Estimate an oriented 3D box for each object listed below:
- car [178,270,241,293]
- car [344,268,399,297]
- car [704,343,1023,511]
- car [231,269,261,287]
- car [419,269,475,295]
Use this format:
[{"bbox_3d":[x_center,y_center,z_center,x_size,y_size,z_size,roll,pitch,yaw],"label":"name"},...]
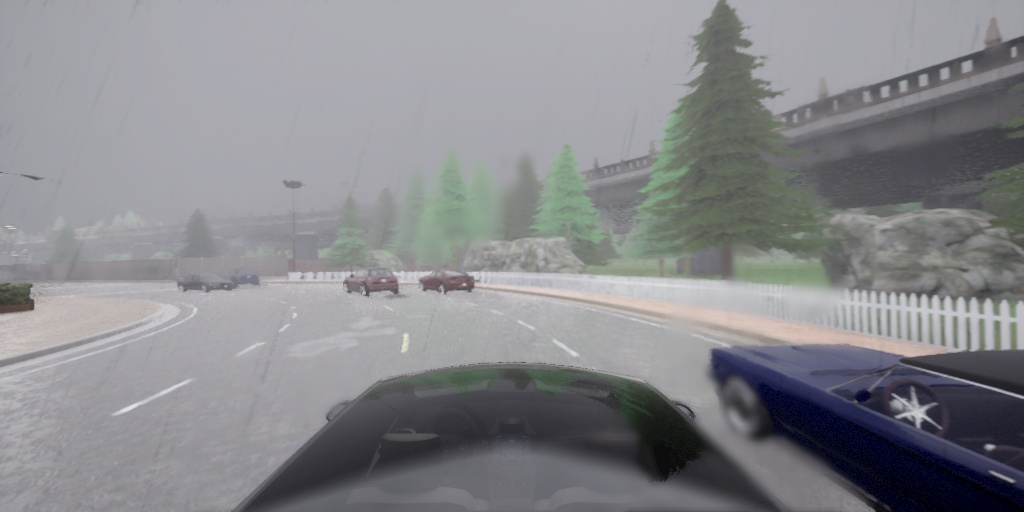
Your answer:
[{"bbox_3d":[-24.265,2.121,28.431,4.892,1.490,1.837,-1,-1,21],"label":"car"},{"bbox_3d":[-9.063,1.533,22.900,2.097,1.767,4.553,-1,-1,-42],"label":"car"},{"bbox_3d":[3.383,1.289,2.365,1.895,1.301,4.718,-1,-1,-1],"label":"car"},{"bbox_3d":[-25.079,1.976,32.425,4.553,1.767,2.097,-1,-1,23],"label":"car"},{"bbox_3d":[-4.231,1.559,22.720,1.882,1.535,5.008,0,-1,-37],"label":"car"}]
